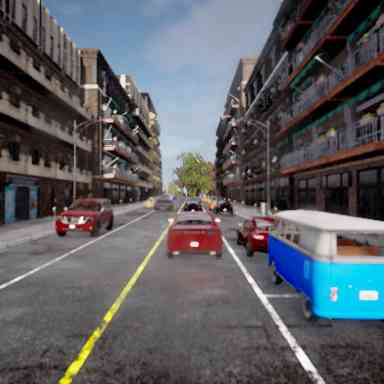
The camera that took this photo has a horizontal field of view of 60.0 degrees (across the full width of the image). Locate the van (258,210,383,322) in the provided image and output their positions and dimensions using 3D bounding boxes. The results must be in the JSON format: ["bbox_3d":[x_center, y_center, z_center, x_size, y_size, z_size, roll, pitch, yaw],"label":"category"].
[{"bbox_3d":[2.705,1.342,6.930,1.690,1.788,3.998,1,0,0],"label":"van"}]

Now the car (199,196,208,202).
[{"bbox_3d":[2.706,1.602,80.533,1.947,1.339,4.313,1,0,0],"label":"car"}]

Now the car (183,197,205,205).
[{"bbox_3d":[0.094,1.535,32.731,1.812,1.442,4.674,0,0,0],"label":"car"}]

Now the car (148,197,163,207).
[{"bbox_3d":[-5.680,1.563,52.262,1.887,1.381,4.507,1,0,0],"label":"car"}]

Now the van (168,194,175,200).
[{"bbox_3d":[-5.679,1.385,91.894,1.690,1.788,3.998,1,0,0],"label":"van"}]

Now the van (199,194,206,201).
[{"bbox_3d":[2.688,1.381,86.195,1.690,1.788,3.998,1,0,0],"label":"van"}]

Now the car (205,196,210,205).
[{"bbox_3d":[3.111,1.365,40.803,2.097,1.767,4.553,0,0,0],"label":"car"}]

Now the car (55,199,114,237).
[{"bbox_3d":[-5.675,1.320,18.293,2.192,1.841,5.009,1,0,0],"label":"car"}]

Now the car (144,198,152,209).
[{"bbox_3d":[-5.680,1.540,46.432,1.752,1.417,4.829,1,0,0],"label":"car"}]

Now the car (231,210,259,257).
[{"bbox_3d":[2.701,1.585,12.591,1.802,1.307,4.206,1,0,0],"label":"car"}]

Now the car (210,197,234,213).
[{"bbox_3d":[3.148,1.535,33.832,1.812,1.442,4.674,0,0,0],"label":"car"}]

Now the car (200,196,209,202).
[{"bbox_3d":[2.703,1.576,74.871,1.887,1.381,4.507,1,0,0],"label":"car"}]

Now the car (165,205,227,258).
[{"bbox_3d":[0.089,1.480,12.871,1.882,1.535,5.008,0,0,0],"label":"car"}]

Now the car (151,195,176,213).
[{"bbox_3d":[-3.097,1.489,37.824,1.882,1.535,5.008,0,0,0],"label":"car"}]

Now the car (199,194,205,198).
[{"bbox_3d":[2.701,1.553,69.380,1.752,1.417,4.829,1,0,0],"label":"car"}]

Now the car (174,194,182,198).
[{"bbox_3d":[-3.003,1.189,78.512,2.033,1.411,5.357,0,0,0],"label":"car"}]
